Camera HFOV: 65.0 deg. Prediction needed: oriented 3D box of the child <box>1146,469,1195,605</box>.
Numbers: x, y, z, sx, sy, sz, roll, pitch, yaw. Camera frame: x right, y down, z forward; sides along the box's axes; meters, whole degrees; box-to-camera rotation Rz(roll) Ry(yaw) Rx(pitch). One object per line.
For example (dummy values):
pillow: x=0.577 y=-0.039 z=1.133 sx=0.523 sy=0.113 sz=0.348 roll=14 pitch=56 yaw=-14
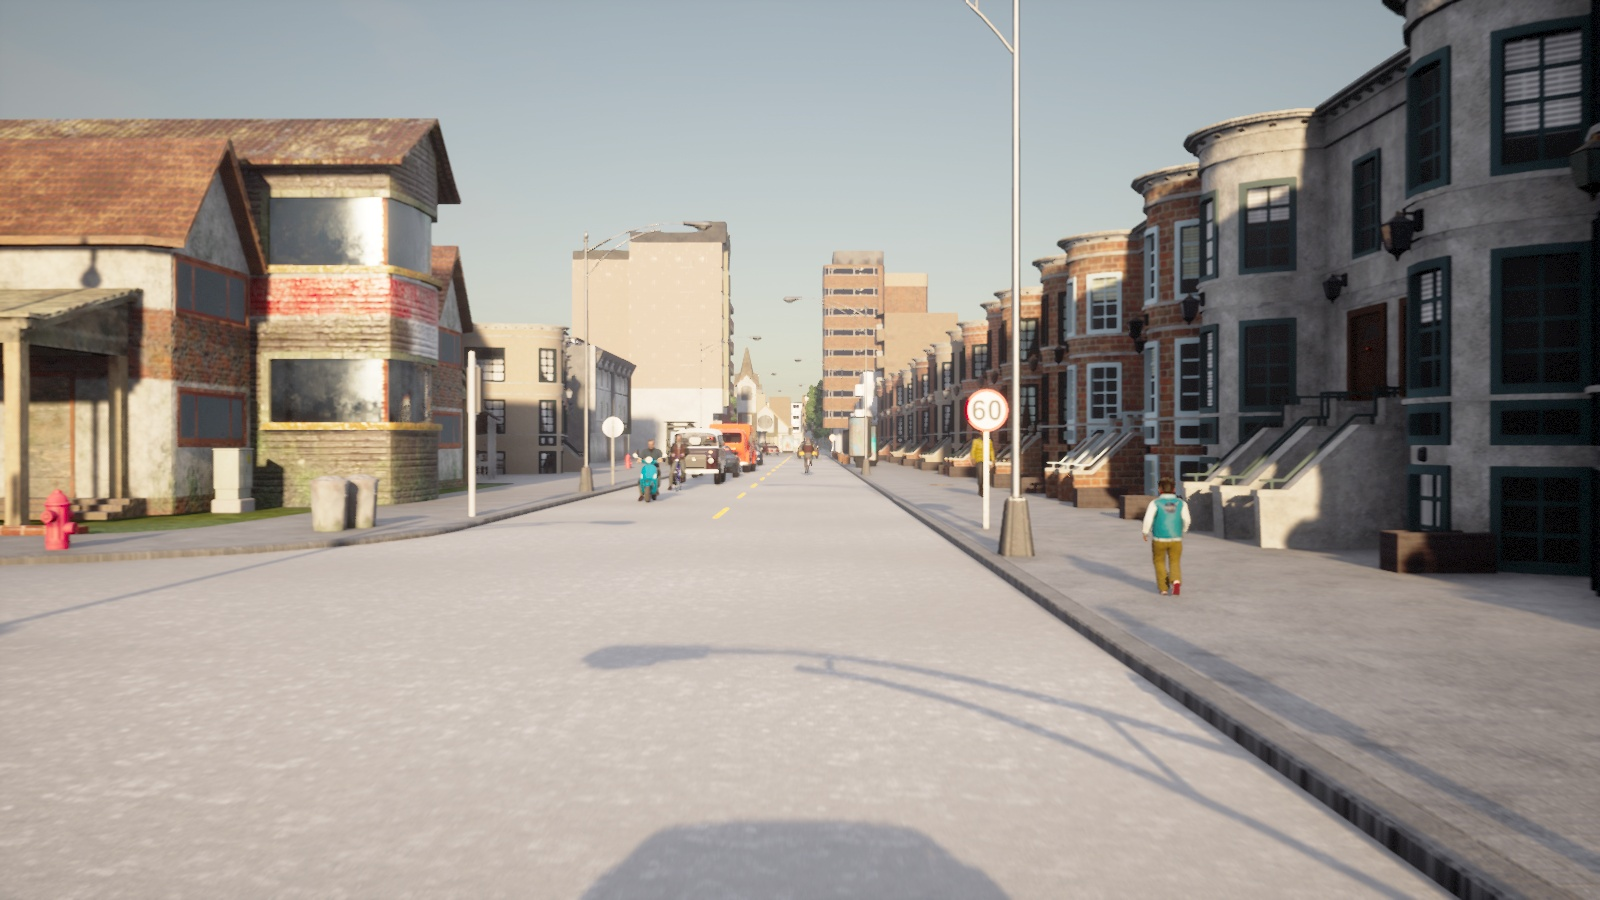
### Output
child: x=3.332 y=0.773 z=11.313 sx=0.343 sy=1.192 sz=0.448 roll=0 pitch=0 yaw=6

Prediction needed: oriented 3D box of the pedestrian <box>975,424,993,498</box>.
pedestrian: x=4.685 y=0.275 z=31.978 sx=0.431 sy=1.840 sz=0.709 roll=0 pitch=0 yaw=6

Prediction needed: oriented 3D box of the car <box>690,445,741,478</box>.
car: x=-3.642 y=0.490 z=54.863 sx=1.994 sy=1.385 sz=4.181 roll=0 pitch=0 yaw=0

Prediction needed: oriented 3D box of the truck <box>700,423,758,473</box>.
truck: x=-3.572 y=-0.116 z=64.229 sx=2.627 sy=2.467 sz=5.204 roll=0 pitch=0 yaw=0

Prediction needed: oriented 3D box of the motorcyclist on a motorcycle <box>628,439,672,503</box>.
motorcyclist on a motorcycle: x=-3.785 y=0.513 z=31.832 sx=0.866 sy=1.590 sz=1.817 roll=0 pitch=0 yaw=0

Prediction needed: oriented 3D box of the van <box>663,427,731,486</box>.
van: x=-3.695 y=0.202 z=45.876 sx=2.069 sy=2.038 sz=4.480 roll=0 pitch=0 yaw=0
